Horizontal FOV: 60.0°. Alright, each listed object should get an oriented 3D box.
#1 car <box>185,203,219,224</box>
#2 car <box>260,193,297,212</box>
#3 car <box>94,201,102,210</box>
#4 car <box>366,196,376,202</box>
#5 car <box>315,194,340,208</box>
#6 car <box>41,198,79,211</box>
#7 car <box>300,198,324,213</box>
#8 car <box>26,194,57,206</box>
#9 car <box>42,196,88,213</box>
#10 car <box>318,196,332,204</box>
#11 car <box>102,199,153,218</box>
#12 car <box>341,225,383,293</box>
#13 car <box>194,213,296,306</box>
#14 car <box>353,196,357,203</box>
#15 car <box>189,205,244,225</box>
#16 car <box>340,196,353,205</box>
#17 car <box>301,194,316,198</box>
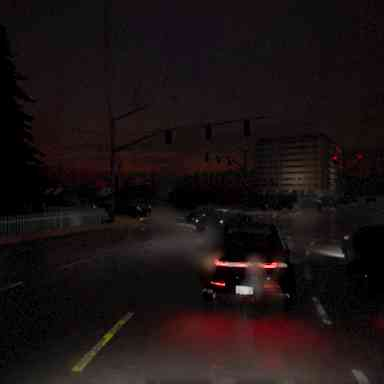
[{"bbox_3d":[1.299,1.610,25.373,1.812,1.442,4.674,0,0,30],"label":"car"},{"bbox_3d":[10.644,1.305,41.499,2.150,2.045,5.566,0,0,40],"label":"car"},{"bbox_3d":[-9.076,1.615,38.046,4.902,1.511,2.128,0,0,32],"label":"car"},{"bbox_3d":[42.688,1.684,79.278,2.128,1.511,4.902,0,0,32],"label":"car"},{"bbox_3d":[20.399,1.450,49.844,2.097,1.767,4.553,0,0,32],"label":"car"},{"bbox_3d":[-17.119,1.609,43.072,5.008,1.535,1.882,0,0,32],"label":"car"},{"bbox_3d":[13.727,1.698,38.342,1.895,1.301,4.718,0,1,26],"label":"car"},{"bbox_3d":[-25.889,1.374,57.029,5.566,2.045,2.150,0,0,32],"label":"car"},{"bbox_3d":[-14.109,1.342,37.058,5.566,2.045,2.150,0,0,32],"label":"car"},{"bbox_3d":[26.670,1.631,66.571,1.837,1.490,4.892,0,0,32],"label":"car"},{"bbox_3d":[-5.979,1.466,31.983,4.553,1.767,2.097,0,0,32],"label":"car"},{"bbox_3d":[5.183,1.565,8.559,2.033,1.411,5.357,0,0,16],"label":"car"},{"bbox_3d":[1.431,1.507,8.187,2.128,1.511,4.902,0,0,12],"label":"car"},{"bbox_3d":[36.194,1.663,75.392,2.128,1.511,4.902,0,0,32],"label":"car"},{"bbox_3d":[1.937,1.644,19.495,1.895,1.301,4.718,0,0,29],"label":"car"},{"bbox_3d":[28.794,1.672,63.341,2.033,1.411,5.357,0,0,32],"label":"car"},{"bbox_3d":[19.509,1.331,55.068,2.150,2.045,5.566,0,0,32],"label":"car"}]
